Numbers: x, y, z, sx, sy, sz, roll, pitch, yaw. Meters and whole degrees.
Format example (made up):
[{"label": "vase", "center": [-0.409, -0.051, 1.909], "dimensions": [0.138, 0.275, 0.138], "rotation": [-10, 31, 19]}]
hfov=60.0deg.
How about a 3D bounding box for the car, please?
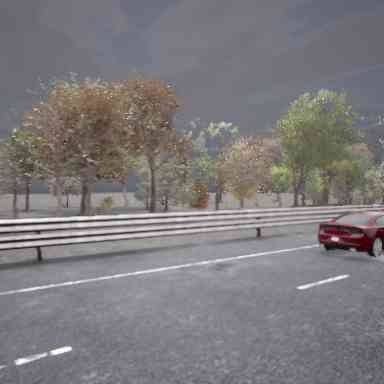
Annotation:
[{"label": "car", "center": [6.980, 1.490, 12.952], "dimensions": [5.008, 1.535, 1.882], "rotation": [0, 0, -35]}]
